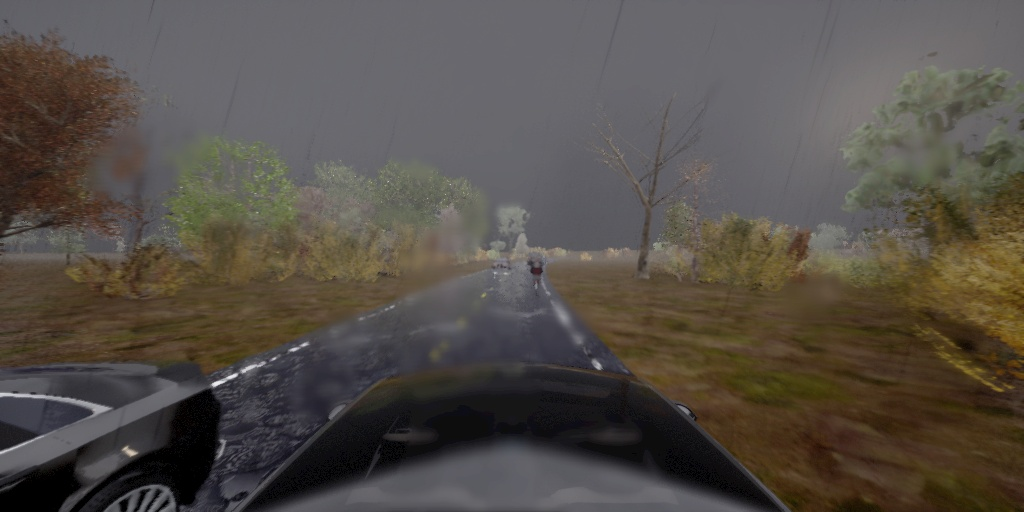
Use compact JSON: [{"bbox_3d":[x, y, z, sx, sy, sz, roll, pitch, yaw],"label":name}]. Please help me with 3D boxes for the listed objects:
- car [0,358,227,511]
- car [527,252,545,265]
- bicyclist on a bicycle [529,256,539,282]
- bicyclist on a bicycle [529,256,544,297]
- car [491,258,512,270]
[{"bbox_3d":[-3.065,1.244,0.615,2.128,1.511,4.902,0,1,0],"label":"car"},{"bbox_3d":[3.597,0.412,56.022,2.150,2.045,5.566,0,1,8],"label":"car"},{"bbox_3d":[1.495,0.875,24.972,0.659,1.776,1.843,0,1,3],"label":"bicyclist on a bicycle"},{"bbox_3d":[1.084,0.971,15.752,0.659,1.776,1.843,0,1,2],"label":"bicyclist on a bicycle"},{"bbox_3d":[-1.151,0.882,41.746,1.994,1.385,4.181,0,1,6],"label":"car"}]
